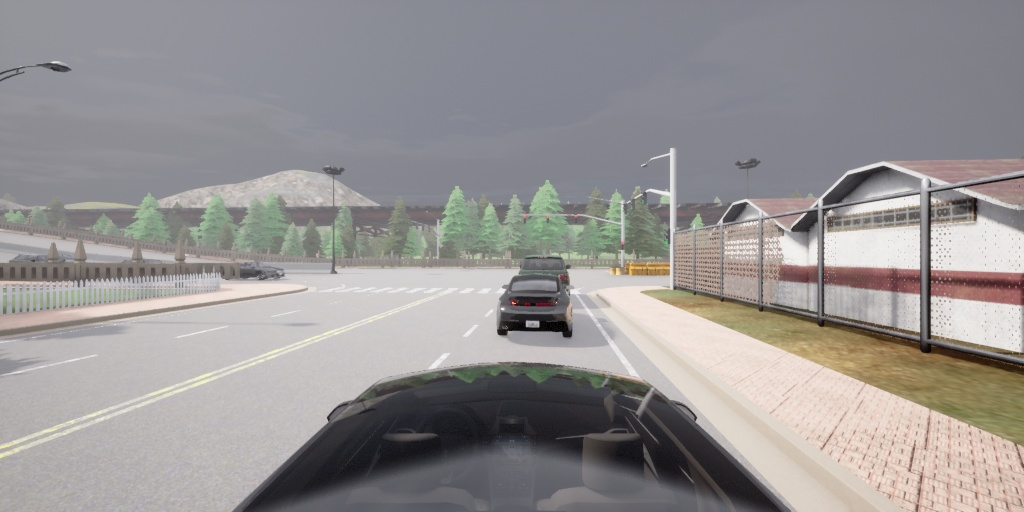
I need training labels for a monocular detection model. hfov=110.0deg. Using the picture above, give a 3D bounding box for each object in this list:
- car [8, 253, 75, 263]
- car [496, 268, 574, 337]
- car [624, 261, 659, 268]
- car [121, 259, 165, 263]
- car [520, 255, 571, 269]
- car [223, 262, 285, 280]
[{"bbox_3d":[-40.861,0.659,31.314,4.553,1.767,2.097,4,0,4],"label":"car"},{"bbox_3d":[0.717,1.255,10.313,1.837,1.490,4.892,0,0,6],"label":"car"},{"bbox_3d":[15.830,1.351,41.507,4.718,1.301,1.895,0,0,4],"label":"car"},{"bbox_3d":[-30.983,1.051,30.591,4.553,1.767,2.097,1,0,4],"label":"car"},{"bbox_3d":[1.484,0.971,16.323,2.150,2.045,5.566,0,0,7],"label":"car"},{"bbox_3d":[-21.538,1.241,29.881,4.902,1.511,2.128,0,0,5],"label":"car"}]
